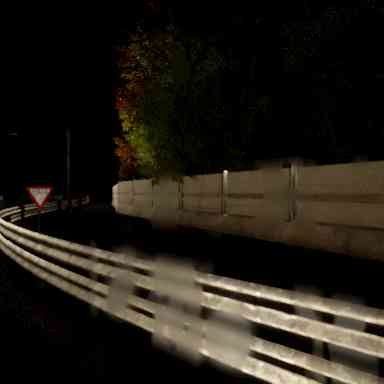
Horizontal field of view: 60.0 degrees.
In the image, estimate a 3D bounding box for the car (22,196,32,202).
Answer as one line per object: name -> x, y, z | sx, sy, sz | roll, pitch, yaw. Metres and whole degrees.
car -> -35.923, 1.481, 72.415 | 1.994, 1.385, 4.181 | 0, 0, -27
